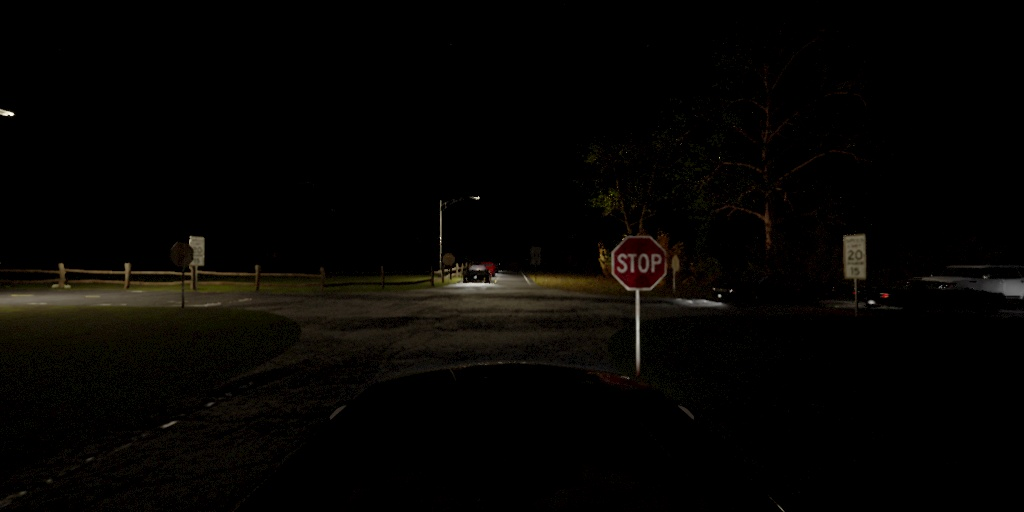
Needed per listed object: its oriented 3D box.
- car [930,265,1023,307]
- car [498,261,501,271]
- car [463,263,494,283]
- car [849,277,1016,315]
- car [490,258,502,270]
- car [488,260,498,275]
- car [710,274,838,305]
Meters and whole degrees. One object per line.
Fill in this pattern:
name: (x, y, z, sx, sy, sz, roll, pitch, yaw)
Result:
car: (23.181, 1.455, 17.992, 5.566, 2.045, 2.150, 1, -1, 0)
car: (-2.853, 1.658, 49.476, 1.895, 1.301, 4.718, 0, 0, 0)
car: (-2.863, 1.489, 29.907, 1.994, 1.385, 4.181, 0, 0, 0)
car: (17.363, 1.685, 15.080, 4.718, 1.301, 1.895, 1, -1, 1)
car: (-2.783, 1.356, 60.229, 2.150, 2.045, 5.566, 0, 0, 0)
car: (-2.854, 1.470, 40.114, 1.882, 1.535, 5.008, 0, 0, 0)
car: (12.974, 1.629, 17.885, 5.357, 1.411, 2.033, 1, -1, -2)
